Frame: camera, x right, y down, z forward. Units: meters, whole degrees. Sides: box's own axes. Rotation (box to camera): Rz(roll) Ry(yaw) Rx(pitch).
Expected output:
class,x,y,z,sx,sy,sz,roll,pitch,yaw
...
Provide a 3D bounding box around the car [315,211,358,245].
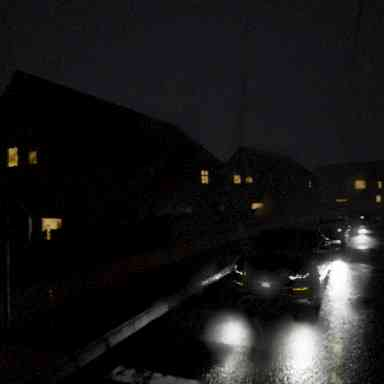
class,x,y,z,sx,sy,sz,roll,pitch,yaw
car,7.221,1.865,17.375,1.895,1.301,4.718,-2,-2,31

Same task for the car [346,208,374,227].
class,x,y,z,sx,sy,sz,roll,pitch,yaw
car,12.960,1.936,26.149,1.895,1.301,4.718,-2,-2,36

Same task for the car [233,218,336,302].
class,x,y,z,sx,sy,sz,roll,pitch,yaw
car,2.616,1.679,8.973,1.837,1.490,4.892,-2,-2,27
